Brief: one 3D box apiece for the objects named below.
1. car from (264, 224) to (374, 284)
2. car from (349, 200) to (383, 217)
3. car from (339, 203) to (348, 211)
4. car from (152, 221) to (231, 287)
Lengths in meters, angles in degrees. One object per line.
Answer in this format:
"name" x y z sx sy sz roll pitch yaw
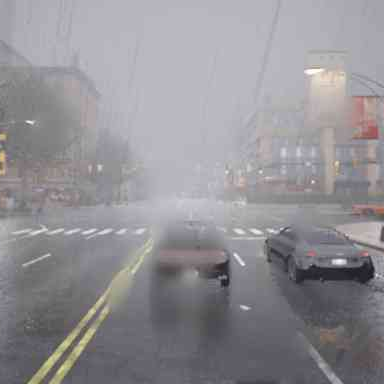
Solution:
"car" 3.487 1.649 9.917 1.994 1.385 4.181 0 0 0
"car" 19.108 1.639 34.037 4.553 1.767 2.097 0 0 0
"car" 22.867 1.878 45.743 4.902 1.511 2.128 0 0 0
"car" -0.015 1.574 9.525 2.128 1.511 4.902 0 0 0
